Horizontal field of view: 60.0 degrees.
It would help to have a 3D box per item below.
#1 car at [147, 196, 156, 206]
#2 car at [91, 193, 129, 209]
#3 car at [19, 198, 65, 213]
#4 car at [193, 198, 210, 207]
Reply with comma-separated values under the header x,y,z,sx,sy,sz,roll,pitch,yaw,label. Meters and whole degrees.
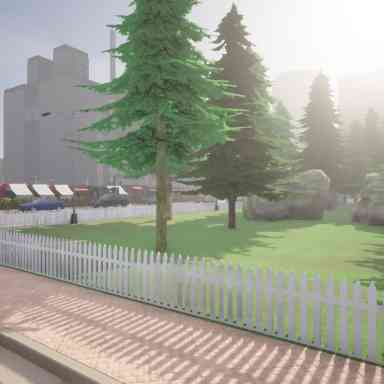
x,y,z,sx,sy,sz,roll,pitch,yaw,label
-5.257,1.352,54.017,2.097,1.767,4.553,0,0,34,car
-11.047,1.221,45.513,2.150,2.045,5.566,0,0,34,car
-16.695,1.478,37.154,1.882,1.535,5.008,0,0,34,car
2.205,1.601,52.279,1.895,1.301,4.718,0,0,34,car
